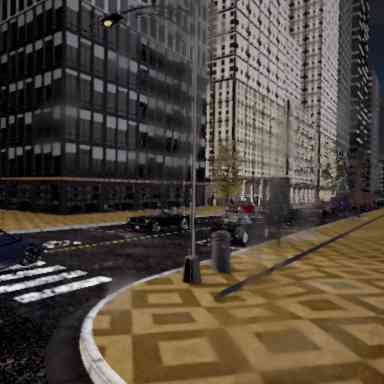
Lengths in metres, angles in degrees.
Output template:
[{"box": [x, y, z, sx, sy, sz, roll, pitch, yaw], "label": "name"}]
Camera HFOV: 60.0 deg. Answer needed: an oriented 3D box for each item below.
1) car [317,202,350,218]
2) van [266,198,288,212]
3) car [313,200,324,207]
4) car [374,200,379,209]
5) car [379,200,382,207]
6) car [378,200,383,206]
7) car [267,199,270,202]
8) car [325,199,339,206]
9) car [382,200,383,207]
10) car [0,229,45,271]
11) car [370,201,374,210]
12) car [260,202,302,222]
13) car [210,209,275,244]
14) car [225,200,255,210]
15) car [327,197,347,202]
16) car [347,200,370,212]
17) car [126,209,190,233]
[{"box": [15.306, 2.061, 35.901, 1.947, 1.339, 4.313, 1, 0, 35], "label": "car"}, {"box": [11.632, 1.729, 45.316, 1.690, 1.788, 3.998, 1, 0, 35], "label": "van"}, {"box": [24.467, 2.203, 63.872, 1.802, 1.307, 4.206, 1, 0, 35], "label": "car"}, {"box": [31.358, 2.226, 59.103, 1.967, 1.590, 4.097, 1, 0, 35], "label": "car"}, {"box": [34.566, 2.410, 63.743, 1.947, 1.339, 4.313, 1, 0, 35], "label": "car"}, {"box": [47.407, 2.618, 82.304, 1.887, 1.381, 4.507, 1, 0, 35], "label": "car"}, {"box": [9.138, 1.859, 37.114, 1.837, 1.490, 4.892, 1, 0, 35], "label": "car"}, {"box": [30.885, 2.302, 73.150, 1.947, 1.339, 4.313, 1, 0, 35], "label": "car"}, {"box": [40.987, 2.525, 73.024, 1.947, 1.339, 4.313, 1, 0, 35], "label": "car"}, {"box": [-6.103, 1.639, 8.982, 2.033, 1.411, 5.357, 1, 0, 4], "label": "car"}, {"box": [28.146, 2.310, 54.462, 1.802, 1.307, 4.206, 1, 0, 35], "label": "car"}, {"box": [8.447, 1.904, 30.490, 2.033, 1.411, 5.357, 1, 0, 34], "label": "car"}, {"box": [2.574, 1.811, 17.268, 2.008, 1.369, 4.403, 1, 0, 35], "label": "car"}, {"box": [5.213, 1.711, 36.037, 1.967, 1.590, 4.097, 1, 0, 35], "label": "car"}, {"box": [22.649, 1.836, 51.054, 2.150, 2.045, 5.566, 1, 0, 35], "label": "car"}, {"box": [24.937, 2.236, 49.822, 1.947, 1.339, 4.313, 1, 0, 35], "label": "car"}, {"box": [-1.941, 1.751, 21.133, 1.895, 1.301, 4.718, 1, 0, 35], "label": "car"}]
